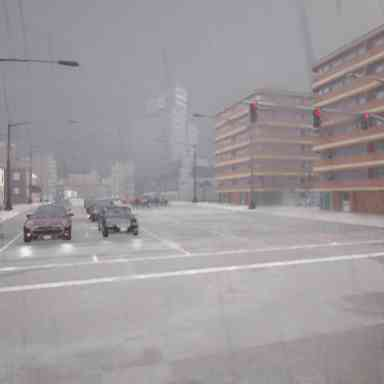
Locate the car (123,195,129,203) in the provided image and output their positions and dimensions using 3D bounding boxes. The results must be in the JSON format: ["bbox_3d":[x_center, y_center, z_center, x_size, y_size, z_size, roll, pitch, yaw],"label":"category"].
[{"bbox_3d":[-11.221,1.264,59.648,2.097,1.767,4.553,0,0,-20],"label":"car"}]

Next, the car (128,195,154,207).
[{"bbox_3d":[-7.720,1.441,49.853,2.128,1.511,4.902,0,0,-20],"label":"car"}]

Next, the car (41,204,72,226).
[{"bbox_3d":[-10.270,1.689,25.497,1.994,1.385,4.181,0,0,-19],"label":"car"}]

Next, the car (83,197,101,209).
[{"bbox_3d":[-13.945,1.484,46.308,2.128,1.511,4.902,0,0,-19],"label":"car"}]

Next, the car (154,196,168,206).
[{"bbox_3d":[-5.215,1.408,53.542,2.128,1.511,4.902,0,0,-20],"label":"car"}]

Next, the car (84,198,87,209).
[{"bbox_3d":[-10.609,1.613,36.866,1.994,1.385,4.181,0,0,-20],"label":"car"}]

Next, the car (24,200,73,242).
[{"bbox_3d":[-7.372,1.495,17.372,2.097,1.767,4.553,0,0,-20],"label":"car"}]

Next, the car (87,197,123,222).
[{"bbox_3d":[-7.256,1.455,27.462,2.097,1.767,4.553,0,0,-20],"label":"car"}]

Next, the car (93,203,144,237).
[{"bbox_3d":[-4.271,1.614,19.089,2.128,1.511,4.902,0,0,-20],"label":"car"}]

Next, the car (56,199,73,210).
[{"bbox_3d":[-17.111,1.613,44.760,1.895,1.301,4.718,0,0,-19],"label":"car"}]

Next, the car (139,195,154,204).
[{"bbox_3d":[-8.722,1.408,63.320,1.837,1.490,4.892,0,0,-20],"label":"car"}]
